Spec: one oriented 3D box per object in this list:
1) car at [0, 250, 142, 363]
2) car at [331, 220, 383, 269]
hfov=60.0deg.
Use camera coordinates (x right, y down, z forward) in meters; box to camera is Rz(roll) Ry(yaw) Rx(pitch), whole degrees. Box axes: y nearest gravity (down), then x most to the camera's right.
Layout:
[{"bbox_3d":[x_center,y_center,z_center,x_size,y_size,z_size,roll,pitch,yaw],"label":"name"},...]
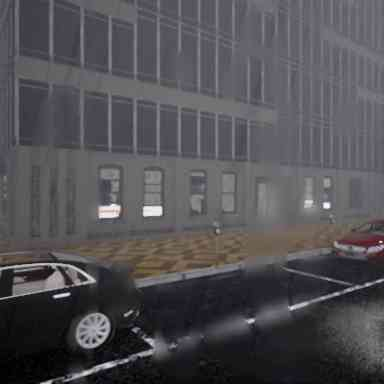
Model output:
[{"bbox_3d":[-2.846,1.551,4.530,4.403,1.369,2.008,0,0,-35],"label":"car"},{"bbox_3d":[6.424,1.618,11.138,4.206,1.307,1.802,0,0,-35],"label":"car"}]
